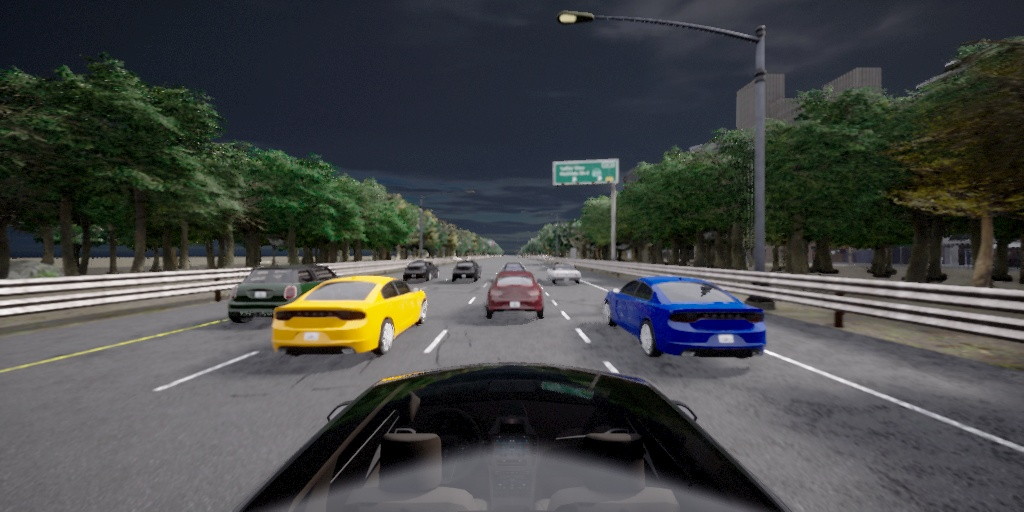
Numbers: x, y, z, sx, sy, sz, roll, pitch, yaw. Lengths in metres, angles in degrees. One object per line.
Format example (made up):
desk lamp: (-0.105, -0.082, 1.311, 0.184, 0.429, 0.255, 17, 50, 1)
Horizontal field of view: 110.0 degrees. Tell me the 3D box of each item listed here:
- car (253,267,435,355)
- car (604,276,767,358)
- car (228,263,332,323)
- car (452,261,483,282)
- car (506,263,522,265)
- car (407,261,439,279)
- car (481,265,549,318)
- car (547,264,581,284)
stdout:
car: (-3.424, 1.198, 8.609, 1.882, 1.535, 5.008, 0, 1, 0)
car: (3.575, 1.200, 8.434, 1.882, 1.535, 5.008, 0, 1, 0)
car: (-6.906, 1.059, 11.988, 2.097, 1.767, 4.553, 0, 0, 0)
car: (-3.376, 1.137, 27.528, 1.837, 1.490, 4.892, 0, 0, 0)
car: (0.127, 1.194, 27.987, 1.994, 1.385, 4.181, 0, 0, 0)
car: (-6.874, 1.136, 27.585, 1.837, 1.490, 4.892, 0, 0, 0)
car: (0.106, 1.229, 12.694, 1.812, 1.442, 4.674, 0, 0, 0)
car: (3.618, 1.242, 25.823, 1.895, 1.301, 4.718, 0, 0, 0)
